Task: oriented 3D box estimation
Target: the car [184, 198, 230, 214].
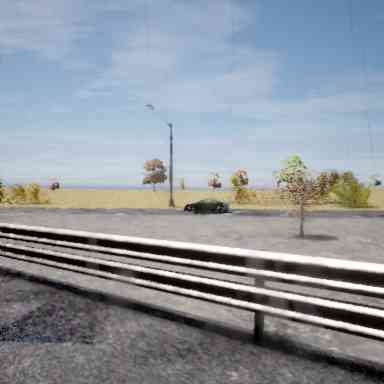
[{"bbox_3d":[1.343,1.274,30.567,4.181,1.385,1.994,0,0,14],"label":"car"}]
